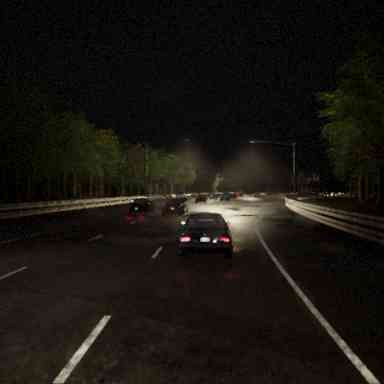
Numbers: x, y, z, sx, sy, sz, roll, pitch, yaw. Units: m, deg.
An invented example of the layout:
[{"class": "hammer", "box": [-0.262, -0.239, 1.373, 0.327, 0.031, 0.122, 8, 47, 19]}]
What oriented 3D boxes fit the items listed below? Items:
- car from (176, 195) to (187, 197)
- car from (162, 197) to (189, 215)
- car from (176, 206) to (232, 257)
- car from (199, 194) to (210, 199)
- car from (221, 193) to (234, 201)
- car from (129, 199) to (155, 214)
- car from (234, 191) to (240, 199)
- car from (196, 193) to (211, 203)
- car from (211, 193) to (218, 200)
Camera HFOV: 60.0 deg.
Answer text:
[{"class": "car", "box": [-1.829, 1.210, 59.504, 2.128, 1.511, 4.902, 0, 0, 9]}, {"class": "car", "box": [-1.582, 1.448, 31.707, 1.994, 1.385, 4.181, 0, 0, 5]}, {"class": "car", "box": [0.521, 1.503, 12.740, 2.033, 1.411, 5.357, 0, 0, 3]}, {"class": "car", "box": [3.327, 1.134, 87.786, 1.895, 1.301, 4.718, 0, 0, 12]}, {"class": "car", "box": [7.325, 1.196, 72.121, 1.994, 1.385, 4.181, 0, 0, 11]}, {"class": "car", "box": [-4.978, 1.392, 33.492, 1.812, 1.442, 4.674, 0, 0, 6]}, {"class": "car", "box": [11.291, 1.067, 91.320, 1.994, 1.385, 4.181, 0, 0, 13]}, {"class": "car", "box": [1.816, 1.226, 59.803, 1.837, 1.490, 4.892, 0, 0, 9]}, {"class": "car", "box": [4.859, 0.960, 77.905, 2.097, 1.767, 4.553, 0, 0, 11]}]
